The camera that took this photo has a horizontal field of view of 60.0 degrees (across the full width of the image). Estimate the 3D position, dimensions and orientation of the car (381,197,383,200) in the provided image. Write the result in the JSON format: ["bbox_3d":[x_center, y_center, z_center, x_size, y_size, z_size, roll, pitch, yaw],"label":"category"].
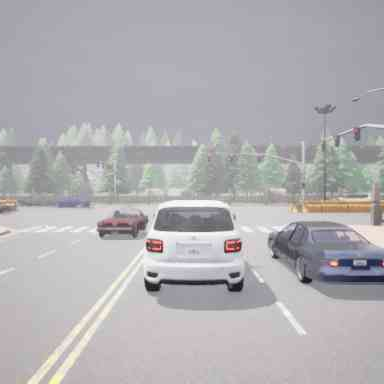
[{"bbox_3d":[26.454,1.455,40.732,5.008,1.535,1.882,0,0,0],"label":"car"}]

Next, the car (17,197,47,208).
[{"bbox_3d":[-22.660,1.465,47.998,4.902,1.511,2.128,0,0,0],"label":"car"}]

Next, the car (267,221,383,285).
[{"bbox_3d":[3.576,1.542,9.550,2.033,1.411,5.357,0,0,0],"label":"car"}]

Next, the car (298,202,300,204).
[{"bbox_3d":[17.827,1.451,47.774,5.008,1.535,1.882,0,0,0],"label":"car"}]

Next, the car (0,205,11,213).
[{"bbox_3d":[-21.467,1.529,33.791,5.357,1.411,2.033,0,0,0],"label":"car"}]

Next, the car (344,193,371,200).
[{"bbox_3d":[21.113,1.197,44.256,5.566,2.045,2.150,0,0,0],"label":"car"}]

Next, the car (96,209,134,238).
[{"bbox_3d":[-3.562,1.591,17.687,1.895,1.301,4.718,0,0,1],"label":"car"}]

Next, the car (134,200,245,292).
[{"bbox_3d":[0.067,1.216,9.061,2.150,2.045,5.566,0,0,1],"label":"car"}]

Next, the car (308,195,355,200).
[{"bbox_3d":[16.671,1.469,40.779,4.902,1.511,2.128,0,0,0],"label":"car"}]

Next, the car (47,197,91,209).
[{"bbox_3d":[-16.140,1.453,44.462,5.008,1.535,1.882,0,0,0],"label":"car"}]
